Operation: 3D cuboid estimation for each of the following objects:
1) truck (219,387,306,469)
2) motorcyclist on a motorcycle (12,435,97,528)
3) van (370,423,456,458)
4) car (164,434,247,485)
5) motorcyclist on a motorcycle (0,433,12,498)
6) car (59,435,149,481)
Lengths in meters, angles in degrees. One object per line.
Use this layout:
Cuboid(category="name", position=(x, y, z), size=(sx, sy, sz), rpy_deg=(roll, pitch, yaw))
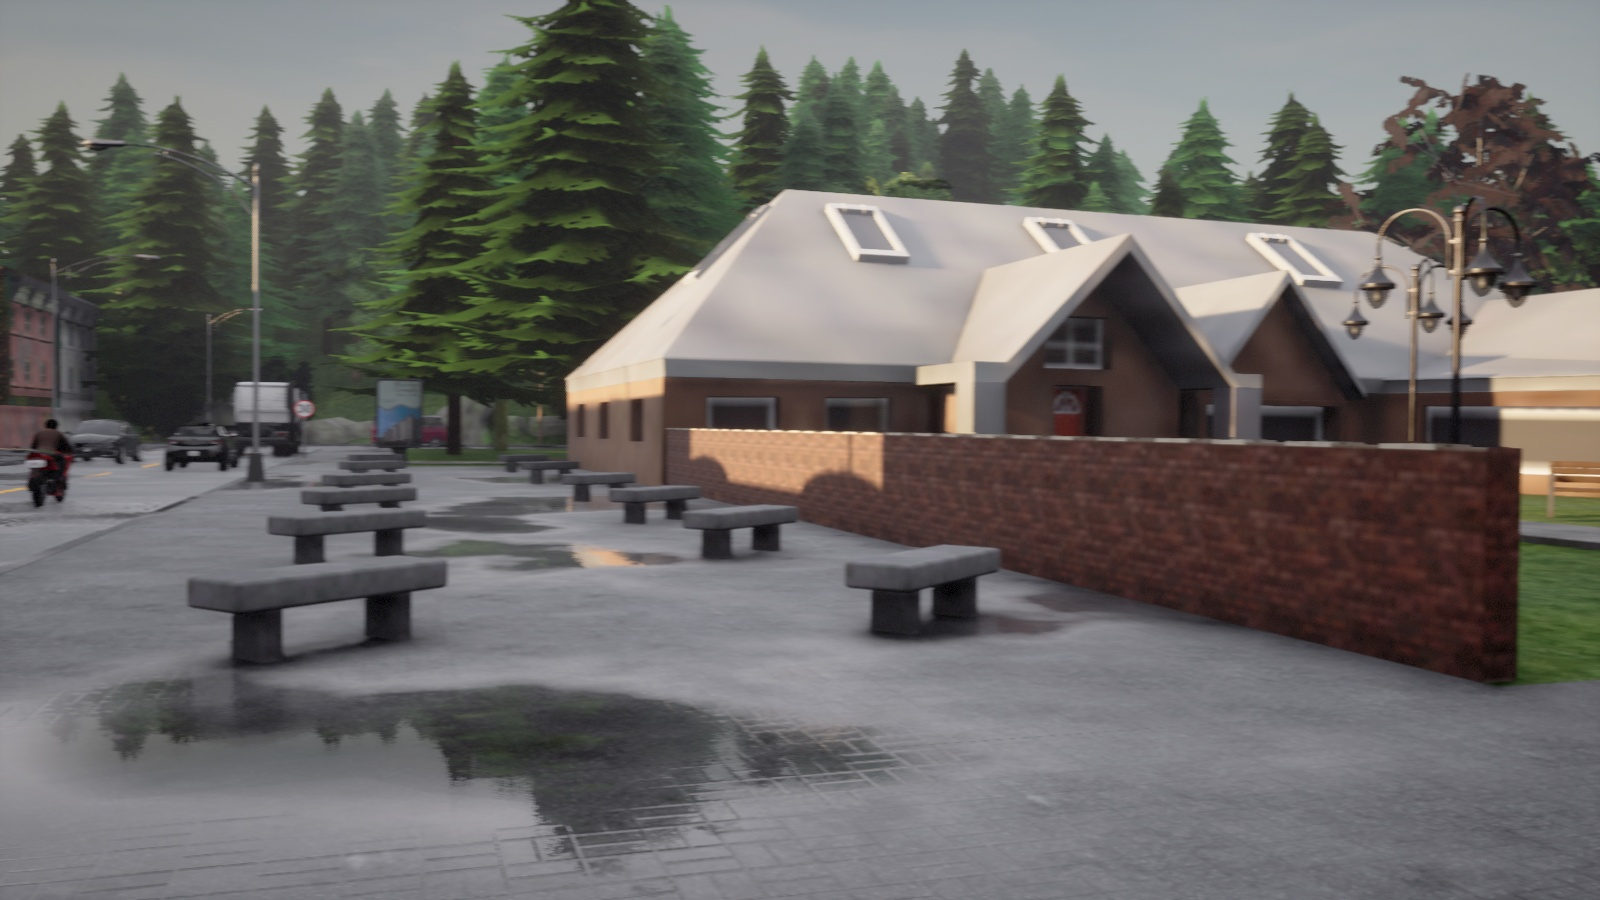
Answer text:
Cuboid(category="truck", position=(-24.417, -1.008, 57.431), size=(2.891, 3.462, 7.936), rpy_deg=(-1, 1, -18))
Cuboid(category="motorcyclist on a motorcycle", position=(-12.929, 0.502, 21.843), size=(0.797, 1.523, 2.044), rpy_deg=(-1, 1, -18))
Cuboid(category="van", position=(-22.698, -0.594, 73.782), size=(4.442, 1.987, 1.775), rpy_deg=(-1, 1, -37))
Cuboid(category="car", position=(-18.644, 0.261, 39.561), size=(1.816, 1.474, 4.193), rpy_deg=(-1, 1, -18))
Cuboid(category="motorcyclist on a motorcycle", position=(-19.953, 0.381, 30.572), size=(0.866, 1.590, 1.817), rpy_deg=(-1, 1, -18))
Cuboid(category="car", position=(-24.260, 0.227, 43.946), size=(1.837, 1.490, 4.892), rpy_deg=(-1, 1, -18))
